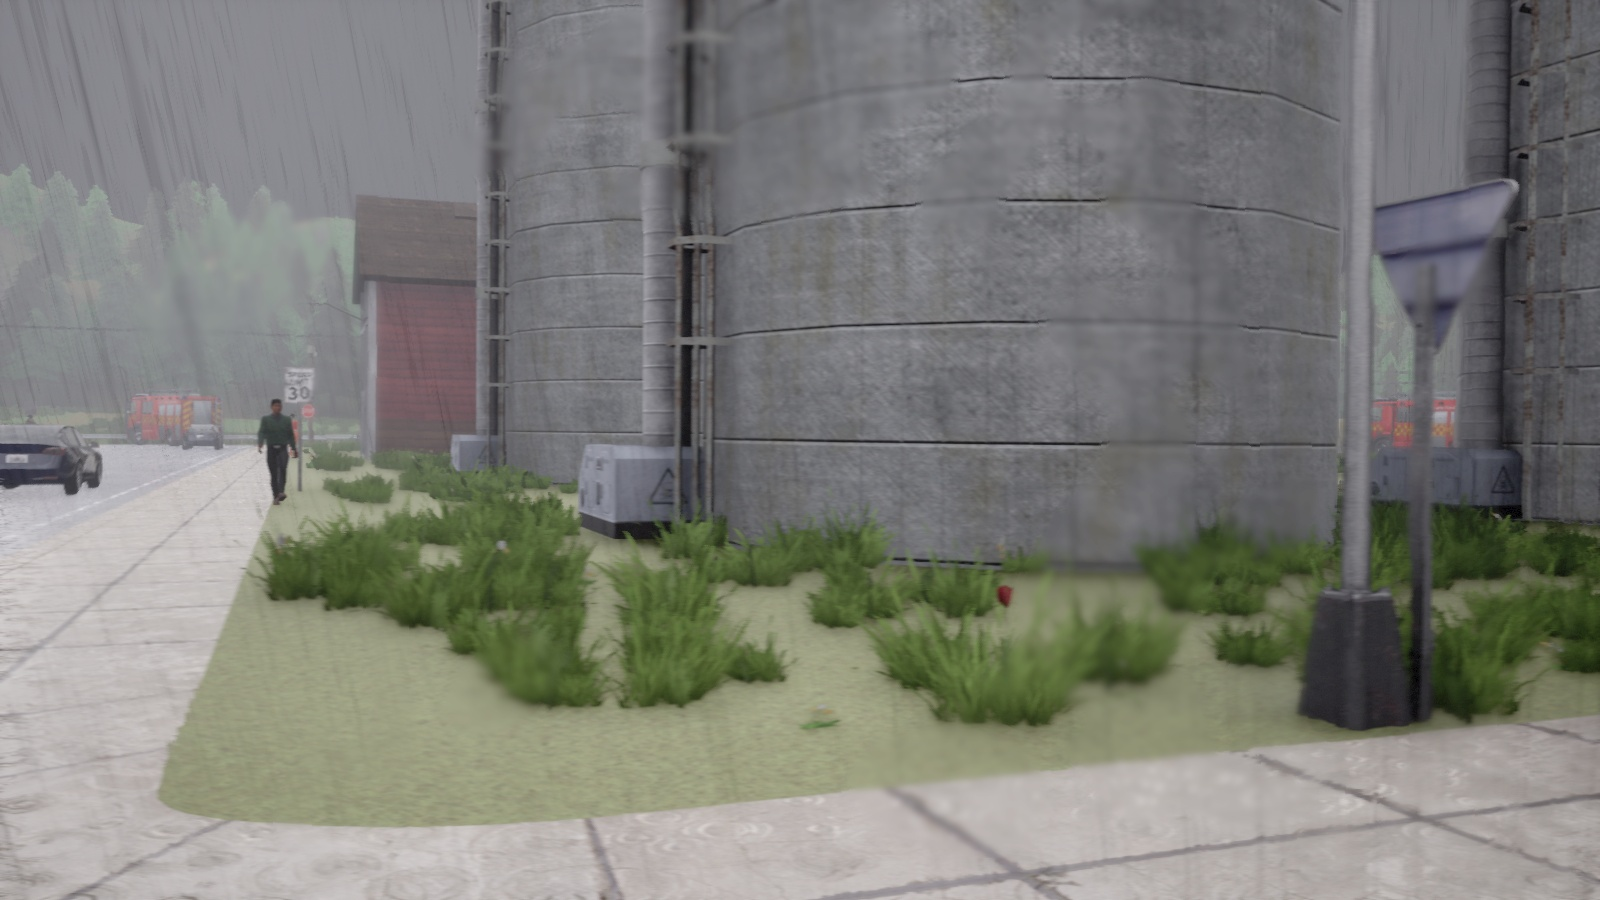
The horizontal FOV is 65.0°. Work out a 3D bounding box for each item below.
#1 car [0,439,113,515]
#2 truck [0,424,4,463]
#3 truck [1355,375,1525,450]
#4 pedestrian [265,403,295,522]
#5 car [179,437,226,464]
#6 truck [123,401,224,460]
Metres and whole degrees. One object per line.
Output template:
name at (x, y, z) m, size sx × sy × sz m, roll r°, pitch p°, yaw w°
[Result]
car at (-16.790, 0.535, 27.816) m, size 2.163 × 1.488 × 4.792 m, roll -1°, pitch 1°, yaw -22°
truck at (-53.817, -0.370, 79.621) m, size 5.204 × 2.467 × 2.627 m, roll -1°, pitch 1°, yaw -20°
truck at (34.699, -1.986, 68.543) m, size 2.891 × 3.827 × 8.468 m, roll 0°, pitch 1°, yaw -22°
pedestrian at (-8.726, 0.205, 21.071) m, size 0.423 × 1.949 × 0.788 m, roll -1°, pitch 1°, yaw -22°
car at (-35.017, -0.015, 73.741) m, size 2.163 × 1.488 × 4.792 m, roll -1°, pitch 1°, yaw -22°
truck at (-43.003, -1.290, 86.053) m, size 8.468 × 3.827 × 2.891 m, roll 0°, pitch 1°, yaw 39°
